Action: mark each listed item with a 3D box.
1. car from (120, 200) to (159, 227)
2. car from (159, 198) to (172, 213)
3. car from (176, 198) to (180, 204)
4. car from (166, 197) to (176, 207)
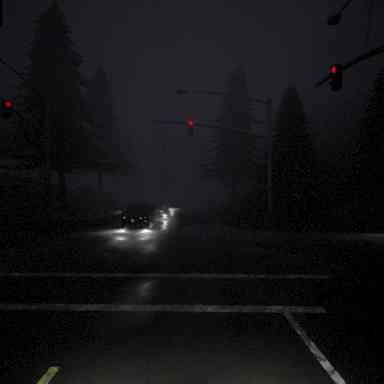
[{"bbox_3d":[-3.621,1.503,22.680,1.837,1.490,4.892,0,0,0],"label":"car"},{"bbox_3d":[-3.626,1.601,37.020,1.895,1.301,4.718,0,0,0],"label":"car"},{"bbox_3d":[-4.055,1.564,61.744,1.994,1.385,4.181,0,0,-39],"label":"car"},{"bbox_3d":[-3.787,1.600,49.501,1.895,1.301,4.718,0,0,-4],"label":"car"}]
